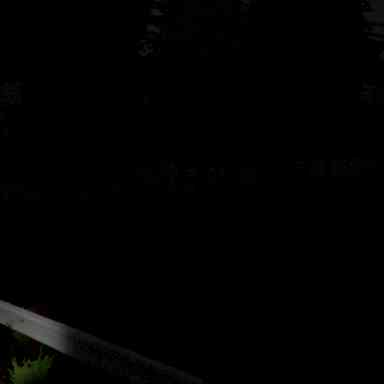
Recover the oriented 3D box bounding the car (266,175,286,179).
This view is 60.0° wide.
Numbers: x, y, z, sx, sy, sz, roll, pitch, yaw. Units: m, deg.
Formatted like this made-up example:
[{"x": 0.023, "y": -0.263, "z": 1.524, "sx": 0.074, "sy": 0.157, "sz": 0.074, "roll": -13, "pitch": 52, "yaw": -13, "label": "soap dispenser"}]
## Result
[{"x": 9.813, "y": -1.162, "z": 37.727, "sx": 5.357, "sy": 1.411, "sz": 2.033, "roll": -5, "pitch": -1, "yaw": 17, "label": "car"}]
